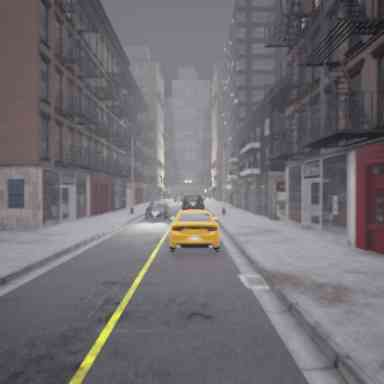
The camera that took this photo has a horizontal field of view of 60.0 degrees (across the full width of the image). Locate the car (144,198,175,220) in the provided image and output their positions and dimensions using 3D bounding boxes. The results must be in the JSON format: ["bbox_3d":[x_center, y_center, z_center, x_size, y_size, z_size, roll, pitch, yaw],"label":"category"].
[{"bbox_3d":[-2.853,1.508,28.235,2.128,1.511,4.902,0,0,0],"label":"car"}]

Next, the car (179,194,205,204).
[{"bbox_3d":[0.094,1.239,32.892,2.150,2.045,5.566,0,0,0],"label":"car"}]

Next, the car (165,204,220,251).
[{"bbox_3d":[0.098,1.487,14.159,1.882,1.535,5.008,0,0,0],"label":"car"}]

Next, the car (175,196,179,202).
[{"bbox_3d":[-2.766,1.510,68.759,2.128,1.511,4.902,0,0,0],"label":"car"}]
